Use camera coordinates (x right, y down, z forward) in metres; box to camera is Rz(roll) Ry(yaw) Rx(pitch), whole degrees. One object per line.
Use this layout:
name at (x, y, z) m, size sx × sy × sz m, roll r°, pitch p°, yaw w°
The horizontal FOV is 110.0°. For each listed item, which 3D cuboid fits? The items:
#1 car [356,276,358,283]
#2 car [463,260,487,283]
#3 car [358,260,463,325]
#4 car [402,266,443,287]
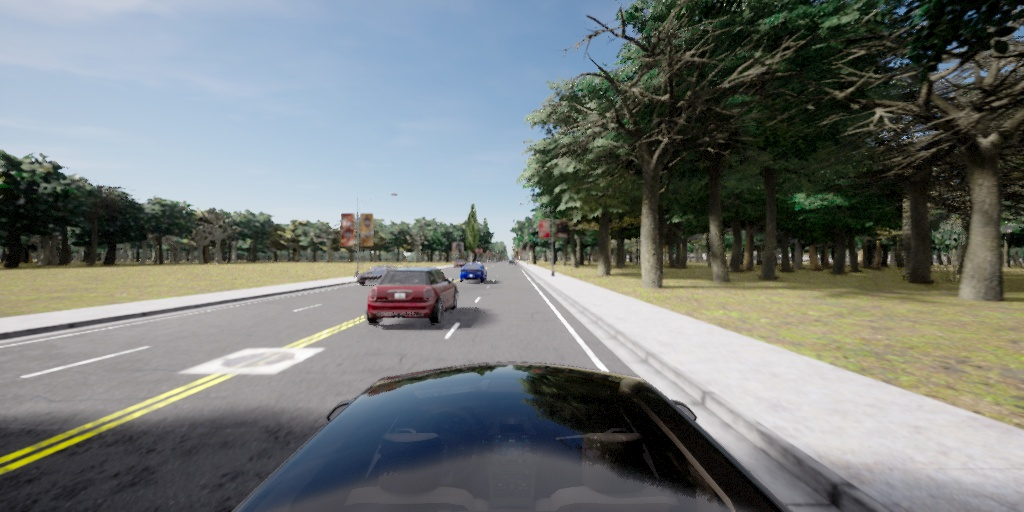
car at (-9.851, 1.428, 27.179) m, size 2.033 × 1.411 × 5.357 m, roll 0°, pitch 0°, yaw 0°
car at (-3.153, 1.375, 30.082) m, size 1.882 × 1.535 × 5.008 m, roll 0°, pitch 0°, yaw 0°
car at (-3.155, 1.152, 12.245) m, size 2.097 × 1.767 × 4.553 m, roll 0°, pitch 0°, yaw 0°
car at (-6.601, 1.480, 26.916) m, size 1.895 × 1.301 × 4.718 m, roll 0°, pitch 0°, yaw 0°
